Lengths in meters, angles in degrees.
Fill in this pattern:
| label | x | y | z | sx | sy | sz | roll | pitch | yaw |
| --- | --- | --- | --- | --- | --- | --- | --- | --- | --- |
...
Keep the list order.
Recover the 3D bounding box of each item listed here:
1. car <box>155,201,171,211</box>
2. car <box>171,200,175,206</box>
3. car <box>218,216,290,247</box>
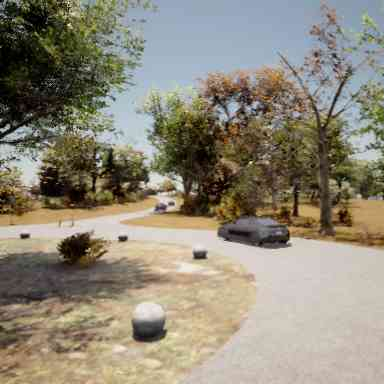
| label | x | y | z | sx | sy | sz | roll | pitch | yaw |
| --- | --- | --- | --- | --- | --- | --- | --- | --- | --- |
| car | -6.328 | 3.040 | 68.561 | 2.097 | 1.767 | 4.553 | -1 | -1 | 4 |
| car | -5.628 | 3.127 | 92.617 | 1.837 | 1.490 | 4.892 | 0 | 2 | -2 |
| car | 3.172 | 1.987 | 17.712 | 1.994 | 1.385 | 4.181 | 1 | -2 | -30 |
